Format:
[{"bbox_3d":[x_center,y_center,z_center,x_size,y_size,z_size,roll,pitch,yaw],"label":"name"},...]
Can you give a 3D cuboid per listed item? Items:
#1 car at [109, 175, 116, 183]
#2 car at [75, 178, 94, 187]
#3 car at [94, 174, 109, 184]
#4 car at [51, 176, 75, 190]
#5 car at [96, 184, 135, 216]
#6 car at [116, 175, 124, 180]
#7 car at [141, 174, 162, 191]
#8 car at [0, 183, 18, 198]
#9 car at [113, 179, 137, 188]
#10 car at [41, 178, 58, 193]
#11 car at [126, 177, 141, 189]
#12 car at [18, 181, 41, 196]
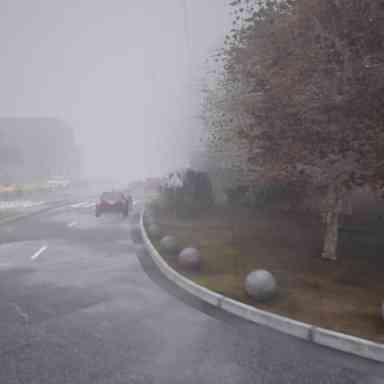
[{"bbox_3d":[-20.674,-3.142,79.394,2.435,2.045,5.566,0,4,0],"label":"car"},{"bbox_3d":[-20.825,-1.809,62.868,2.163,1.488,4.792,0,4,1],"label":"car"},{"bbox_3d":[-20.722,-2.541,73.931,2.231,1.521,4.892,0,4,0],"label":"car"},{"bbox_3d":[-20.917,-1.387,51.827,2.435,2.045,5.566,0,4,0],"label":"car"},{"bbox_3d":[-5.469,0.619,23.720,2.097,1.767,4.553,0,4,-6],"label":"car"},{"bbox_3d":[-20.646,-3.489,88.812,2.231,1.521,4.892,0,4,1],"label":"car"},{"bbox_3d":[-5.875,-1.273,51.068,2.150,2.045,5.566,0,4,1],"label":"car"},{"bbox_3d":[-21.081,-0.066,35.021,1.946,1.575,5.366,0,4,1],"label":"car"},{"bbox_3d":[-9.294,-0.650,46.035,1.812,1.442,4.674,0,4,1],"label":"car"},{"bbox_3d":[-20.972,-0.770,46.045,1.946,1.575,5.366,0,4,1],"label":"car"},{"bbox_3d":[-9.161,-1.323,56.039,2.128,1.511,4.902,0,4,1],"label":"car"},{"bbox_3d":[-21.022,-0.419,40.532,1.946,1.575,5.366,0,4,1],"label":"car"}]
